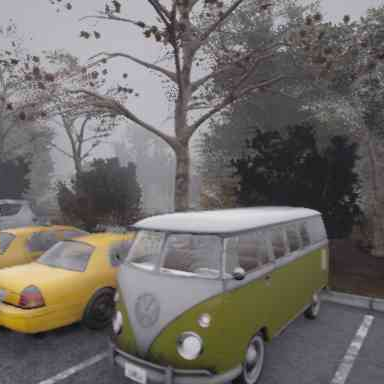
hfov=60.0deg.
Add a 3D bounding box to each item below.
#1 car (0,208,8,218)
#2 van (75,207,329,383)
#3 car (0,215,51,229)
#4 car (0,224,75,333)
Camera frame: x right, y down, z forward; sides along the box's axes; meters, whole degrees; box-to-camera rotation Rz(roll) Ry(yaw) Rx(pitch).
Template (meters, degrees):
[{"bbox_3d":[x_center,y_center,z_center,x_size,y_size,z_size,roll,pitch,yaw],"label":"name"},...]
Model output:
[{"bbox_3d":[-10.598,1.605,13.366,2.231,1.521,4.892,-1,-1,35],"label":"car"},{"bbox_3d":[0.710,1.258,5.176,1.878,1.987,4.442,0,0,36],"label":"van"},{"bbox_3d":[-3.554,1.506,8.590,1.946,1.575,5.366,-1,0,36],"label":"car"},{"bbox_3d":[-1.388,1.490,7.044,1.946,1.575,5.366,0,0,36],"label":"car"}]
